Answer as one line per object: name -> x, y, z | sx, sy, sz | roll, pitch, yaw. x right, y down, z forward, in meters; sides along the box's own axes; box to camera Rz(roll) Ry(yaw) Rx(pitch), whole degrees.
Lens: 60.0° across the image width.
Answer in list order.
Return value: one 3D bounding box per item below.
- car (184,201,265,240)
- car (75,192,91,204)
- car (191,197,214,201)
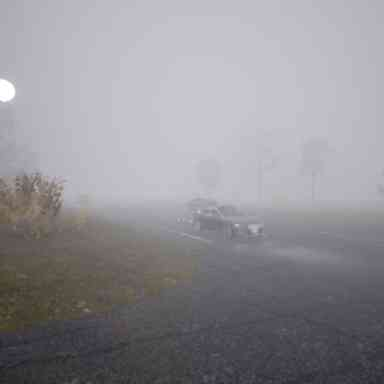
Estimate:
car -> 1.712, 1.476, 17.235 | 2.128, 1.511, 4.902 | 0, 1, -28
car -> -17.347, 1.141, 52.960 | 1.837, 1.490, 4.892 | -1, 1, -28
car -> 0.878, 1.324, 33.689 | 1.837, 1.490, 4.892 | 0, 1, -28
